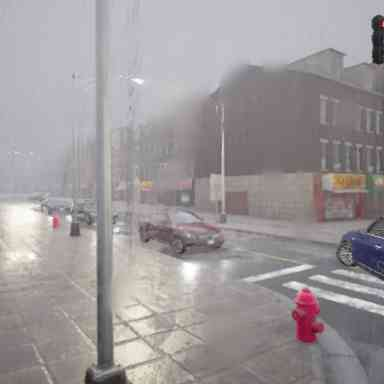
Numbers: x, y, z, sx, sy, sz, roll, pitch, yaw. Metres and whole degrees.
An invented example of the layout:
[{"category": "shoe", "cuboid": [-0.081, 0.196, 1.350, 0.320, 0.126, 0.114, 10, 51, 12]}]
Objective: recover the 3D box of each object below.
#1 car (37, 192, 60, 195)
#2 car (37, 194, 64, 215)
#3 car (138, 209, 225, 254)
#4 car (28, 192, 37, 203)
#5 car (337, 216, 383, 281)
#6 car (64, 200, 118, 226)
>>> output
[{"category": "car", "cuboid": [-18.237, 0.783, 43.394, 2.097, 1.767, 4.553, -1, 1, -35]}, {"category": "car", "cuboid": [-12.317, 1.174, 29.975, 1.812, 1.442, 4.674, -1, 1, -35]}, {"category": "car", "cuboid": [-0.623, 1.448, 13.520, 1.812, 1.442, 4.674, -1, 1, -34]}, {"category": "car", "cuboid": [-23.933, 0.825, 51.418, 1.837, 1.490, 4.892, -1, 1, -36]}, {"category": "car", "cuboid": [5.491, 1.359, 8.425, 2.097, 1.767, 4.553, 0, 1, 5]}, {"category": "car", "cuboid": [-6.438, 1.278, 21.689, 2.128, 1.511, 4.902, -1, 1, -35]}]
